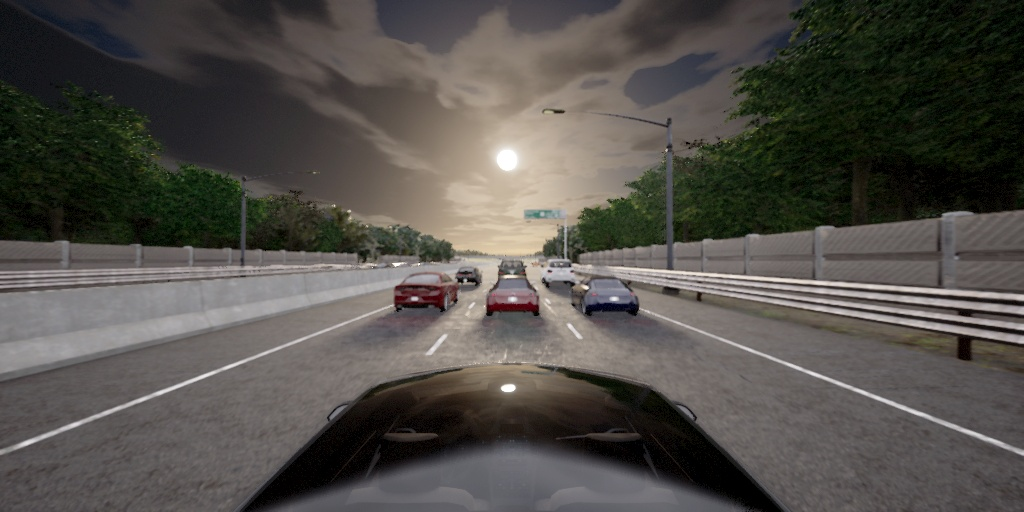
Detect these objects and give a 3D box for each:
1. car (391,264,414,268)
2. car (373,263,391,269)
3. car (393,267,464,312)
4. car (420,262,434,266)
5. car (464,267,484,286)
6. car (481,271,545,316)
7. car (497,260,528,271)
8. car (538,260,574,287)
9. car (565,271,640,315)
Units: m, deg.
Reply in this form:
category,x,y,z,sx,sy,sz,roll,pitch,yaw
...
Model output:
category,x,y,z,sx,sy,sz,roll,pitch,yaw
car,-17.555,1.993,58.855,2.033,1.411,5.357,0,-1,1
car,-21.057,1.923,58.801,1.882,1.535,5.008,0,-1,1
car,-3.453,1.395,15.262,1.882,1.535,5.008,0,0,0
car,-14.070,1.801,59.174,2.097,1.767,4.553,0,-1,0
car,-3.465,1.591,29.145,1.837,1.490,4.892,0,0,0
car,0.041,1.470,14.283,1.994,1.385,4.181,0,-1,0
car,0.024,1.294,28.028,2.150,2.045,5.566,0,0,1
car,3.524,1.294,28.017,2.150,2.045,5.566,0,0,1
car,3.543,1.471,14.363,1.994,1.385,4.181,0,-1,0
